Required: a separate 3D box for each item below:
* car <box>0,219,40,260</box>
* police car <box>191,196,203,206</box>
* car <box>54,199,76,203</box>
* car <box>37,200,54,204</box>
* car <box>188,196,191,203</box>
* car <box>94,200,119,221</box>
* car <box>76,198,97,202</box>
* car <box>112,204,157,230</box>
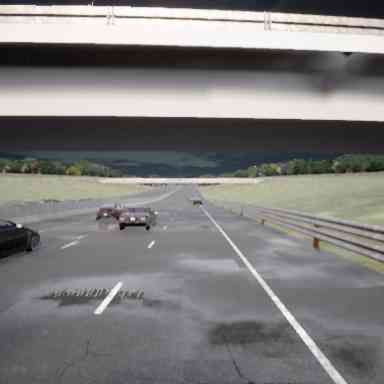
[{"bbox_3d":[-6.900,1.573,11.258,1.994,1.385,4.181,0,0,0],"label":"car"},{"bbox_3d":[1.228,2.024,69.919,1.930,1.638,5.238,0,-1,0],"label":"police car"},{"bbox_3d":[-21.039,1.921,56.845,2.128,1.511,4.902,0,-1,1],"label":"car"},{"bbox_3d":[-24.529,2.028,56.814,1.895,1.301,4.718,0,-1,1],"label":"car"},{"bbox_3d":[-0.011,2.180,88.686,2.128,1.511,4.902,0,0,0],"label":"car"},{"bbox_3d":[-6.899,1.649,28.819,1.812,1.442,4.674,0,-1,0],"label":"car"},{"bbox_3d":[-17.542,1.781,56.952,2.097,1.767,4.553,0,-1,1],"label":"car"},{"bbox_3d":[-3.399,1.609,21.525,2.033,1.411,5.357,0,0,0],"label":"car"}]
